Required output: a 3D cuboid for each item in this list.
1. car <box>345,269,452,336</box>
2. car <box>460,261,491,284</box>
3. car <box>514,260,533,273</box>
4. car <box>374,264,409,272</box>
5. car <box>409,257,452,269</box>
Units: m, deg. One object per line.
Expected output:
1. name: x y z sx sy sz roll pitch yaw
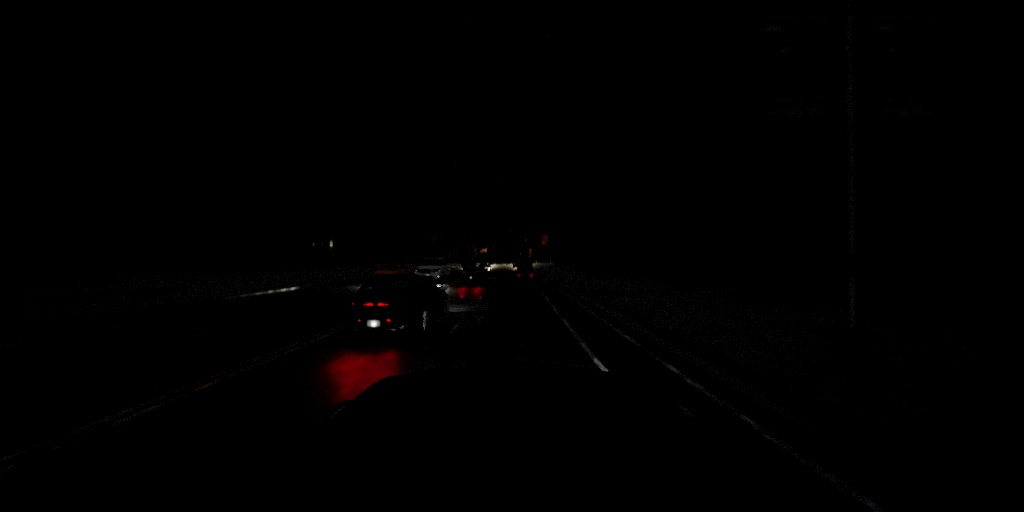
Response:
1. car: -3.127 1.298 10.560 1.837 1.490 4.892 0 0 0
2. car: -2.949 1.382 28.489 2.128 1.511 4.902 0 0 1
3. car: 1.730 1.354 48.146 2.097 1.767 4.553 0 0 1
4. car: -9.633 1.371 29.195 1.882 1.535 5.008 0 0 1
5. car: -6.382 1.118 29.493 2.150 2.045 5.566 0 0 1
